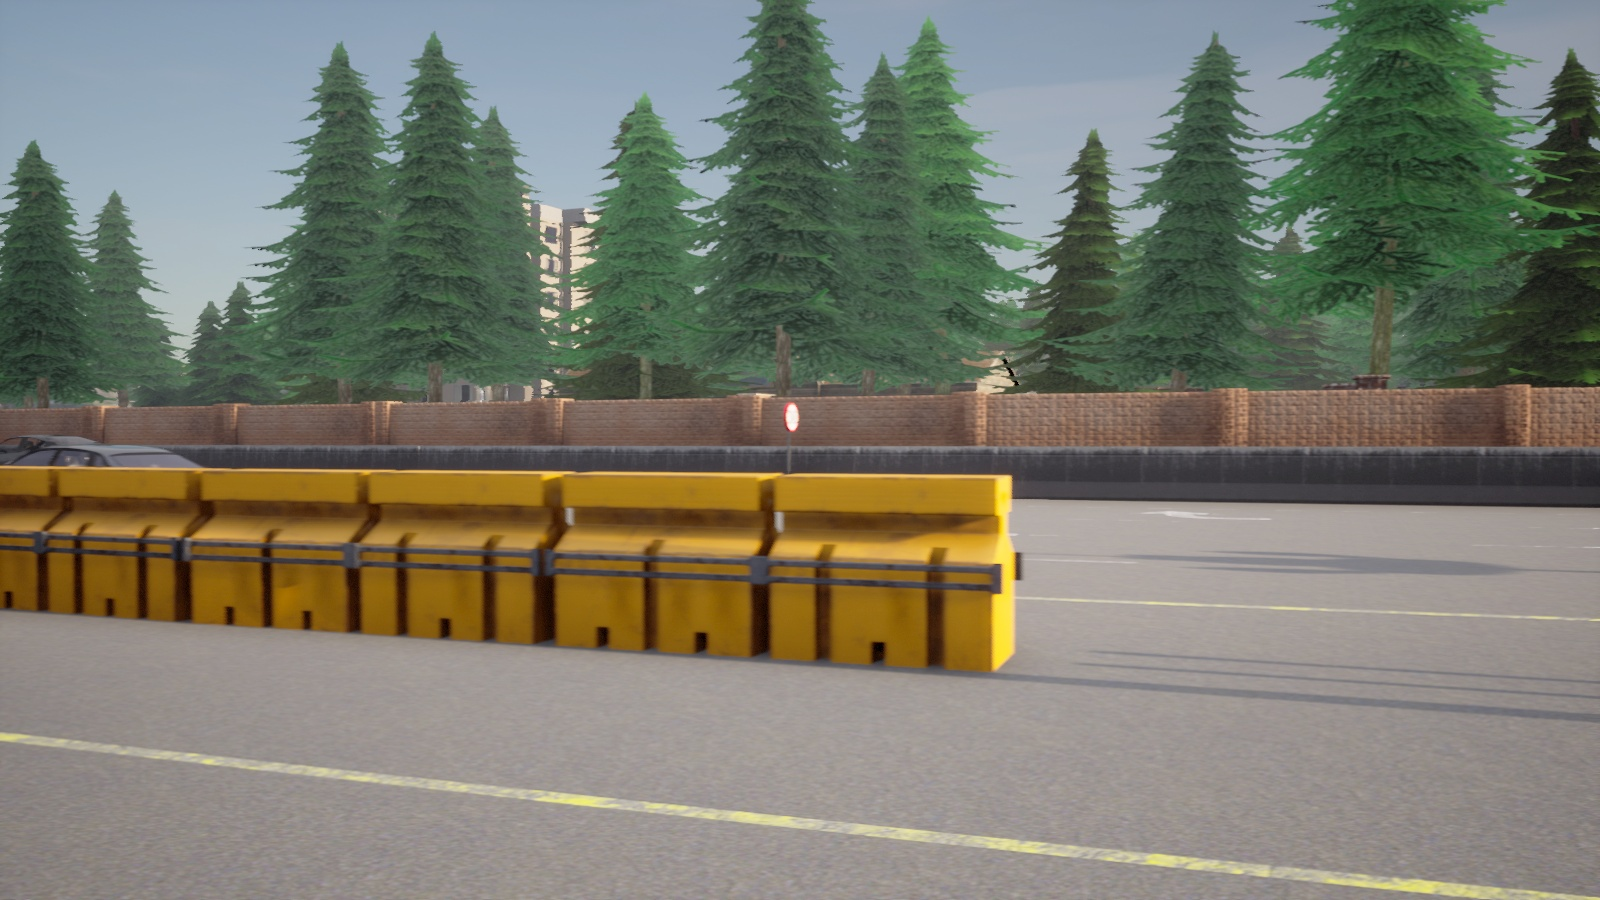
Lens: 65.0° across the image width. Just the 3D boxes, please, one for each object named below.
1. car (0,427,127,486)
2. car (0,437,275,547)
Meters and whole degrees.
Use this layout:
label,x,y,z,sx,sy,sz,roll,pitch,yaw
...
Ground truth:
label,x,y,z,sx,sy,sz,roll,pitch,yaw
car,-20.967,0.144,34.479,4.514,1.525,2.007,1,1,23
car,-10.611,0.537,18.643,5.357,1.411,2.033,1,1,23
